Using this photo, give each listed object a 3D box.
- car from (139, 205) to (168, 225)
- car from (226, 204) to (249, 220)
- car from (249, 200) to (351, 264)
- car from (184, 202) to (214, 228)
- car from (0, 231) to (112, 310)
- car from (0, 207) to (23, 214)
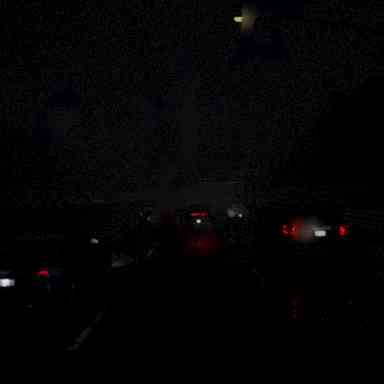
[{"bbox_3d":[-2.957,1.753,25.910,1.812,1.442,4.674,0,-1,2],"label":"car"},{"bbox_3d":[4.189,1.795,30.523,1.812,1.442,4.674,0,-1,2],"label":"car"},{"bbox_3d":[3.724,1.301,12.230,2.150,2.045,5.566,0,-1,1],"label":"car"},{"bbox_3d":[0.495,1.704,24.116,1.837,1.490,4.892,0,-1,2],"label":"car"},{"bbox_3d":[-3.336,1.625,8.029,1.994,1.385,4.181,0,0,1],"label":"car"},{"bbox_3d":[-13.700,1.793,24.378,1.994,1.385,4.181,0,-1,2],"label":"car"}]
